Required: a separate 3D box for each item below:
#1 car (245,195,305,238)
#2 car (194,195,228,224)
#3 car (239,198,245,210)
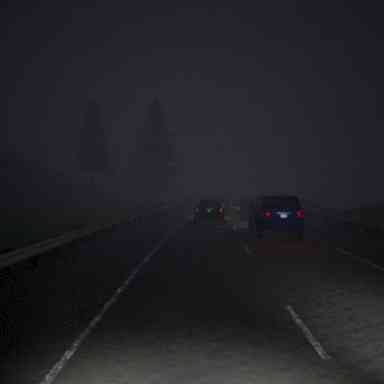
[{"bbox_3d":[4.280,1.150,17.514,2.150,2.045,5.566,0,0,4],"label":"car"},{"bbox_3d":[1.308,1.250,23.995,2.097,1.767,4.553,0,0,5],"label":"car"},{"bbox_3d":[6.612,1.402,39.024,1.994,1.385,4.181,0,0,8],"label":"car"}]
